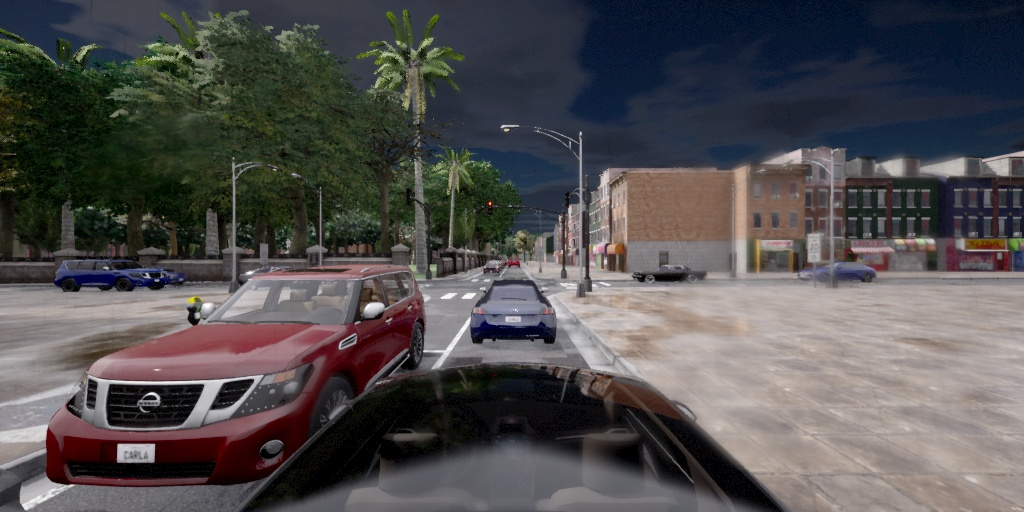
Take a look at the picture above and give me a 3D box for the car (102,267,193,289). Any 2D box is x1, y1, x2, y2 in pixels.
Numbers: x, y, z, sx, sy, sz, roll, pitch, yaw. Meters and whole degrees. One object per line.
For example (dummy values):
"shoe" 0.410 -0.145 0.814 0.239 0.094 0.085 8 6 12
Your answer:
"car" -25.806 1.529 25.495 4.674 1.442 1.812 -1 0 0

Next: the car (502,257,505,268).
"car" -2.349 1.291 48.862 1.967 1.591 4.097 0 0 0

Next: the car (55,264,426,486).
"car" -2.621 1.065 5.029 2.192 1.841 5.009 0 0 0

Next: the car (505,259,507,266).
"car" -2.280 1.485 60.240 1.802 1.307 4.207 0 0 0

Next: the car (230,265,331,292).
"car" -14.344 1.386 22.480 4.902 1.511 2.128 -1 0 -1

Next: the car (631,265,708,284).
"car" 10.990 1.279 25.326 4.718 1.301 1.895 0 0 1

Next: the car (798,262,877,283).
"car" 22.868 1.129 25.255 4.674 1.442 1.812 -1 0 1

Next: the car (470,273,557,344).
"car" 0.045 1.316 9.644 1.994 1.385 4.181 0 0 1

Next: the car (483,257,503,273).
"car" -2.385 1.268 43.175 1.967 1.591 4.097 0 0 0

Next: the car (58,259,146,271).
"car" -25.071 1.221 22.541 5.566 2.045 2.150 -1 0 0
